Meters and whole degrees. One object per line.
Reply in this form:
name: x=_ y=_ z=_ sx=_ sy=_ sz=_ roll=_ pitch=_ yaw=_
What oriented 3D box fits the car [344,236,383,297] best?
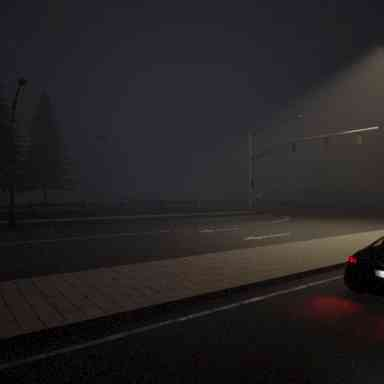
car: x=5.356 y=1.564 z=7.597 sx=4.181 sy=1.385 sz=1.994 roll=0 pitch=0 yaw=-35
